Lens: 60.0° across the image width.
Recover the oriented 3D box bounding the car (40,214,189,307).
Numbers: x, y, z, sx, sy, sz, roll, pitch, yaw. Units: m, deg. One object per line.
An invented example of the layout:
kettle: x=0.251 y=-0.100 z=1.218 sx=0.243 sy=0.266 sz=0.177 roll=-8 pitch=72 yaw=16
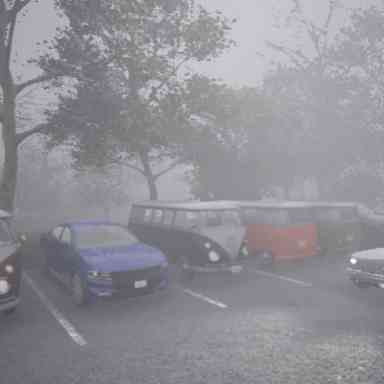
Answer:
car: x=-2.421 y=1.475 z=8.340 sx=2.097 sy=1.535 sz=5.008 roll=0 pitch=0 yaw=-35

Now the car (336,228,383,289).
car: x=5.785 y=1.661 z=8.115 sx=4.718 sy=1.301 sz=1.895 roll=1 pitch=-1 yaw=-35

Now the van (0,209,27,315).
van: x=-4.606 y=1.255 z=6.632 sx=1.878 sy=1.987 sz=4.442 roll=0 pitch=0 yaw=-35

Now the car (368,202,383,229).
car: x=6.506 y=1.351 z=14.663 sx=2.435 sy=2.045 sz=5.566 roll=1 pitch=-1 yaw=-35

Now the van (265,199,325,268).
van: x=2.012 y=1.300 z=11.637 sx=1.878 sy=1.987 sz=4.442 roll=1 pitch=-1 yaw=-35

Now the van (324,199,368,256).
van: x=4.165 y=1.337 z=13.172 sx=1.878 sy=1.987 sz=4.442 roll=1 pitch=-1 yaw=-35

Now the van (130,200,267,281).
van: x=-0.216 y=1.259 z=9.762 sx=1.878 sy=1.987 sz=4.442 roll=0 pitch=0 yaw=-35
